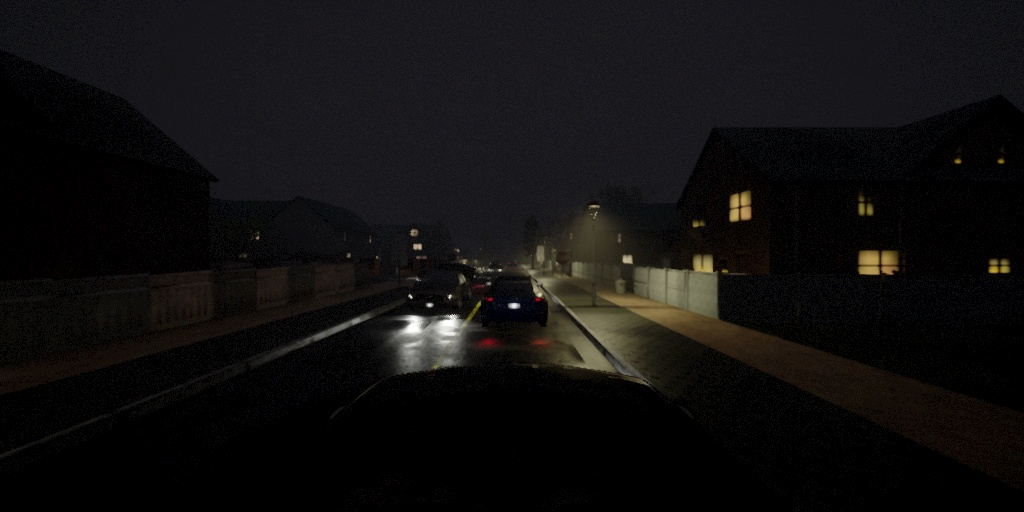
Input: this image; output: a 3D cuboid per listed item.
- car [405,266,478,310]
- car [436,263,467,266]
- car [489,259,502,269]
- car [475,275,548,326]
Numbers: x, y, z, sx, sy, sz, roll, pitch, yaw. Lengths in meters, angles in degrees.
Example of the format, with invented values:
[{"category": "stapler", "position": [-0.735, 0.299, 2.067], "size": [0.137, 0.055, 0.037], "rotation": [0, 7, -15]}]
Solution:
[{"category": "car", "position": [-2.804, 1.309, 14.939], "size": [2.033, 1.411, 5.357], "rotation": [0, 0, 1]}, {"category": "car", "position": [-5.087, 1.291, 28.152], "size": [4.892, 1.490, 1.837], "rotation": [0, -3, 23]}, {"category": "car", "position": [-2.754, 1.334, 61.069], "size": [2.097, 1.767, 4.553], "rotation": [0, 0, 1]}, {"category": "car", "position": [0.075, 1.321, 11.731], "size": [1.994, 1.385, 4.181], "rotation": [0, 0, 0]}]
